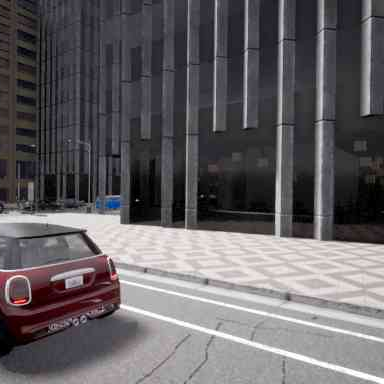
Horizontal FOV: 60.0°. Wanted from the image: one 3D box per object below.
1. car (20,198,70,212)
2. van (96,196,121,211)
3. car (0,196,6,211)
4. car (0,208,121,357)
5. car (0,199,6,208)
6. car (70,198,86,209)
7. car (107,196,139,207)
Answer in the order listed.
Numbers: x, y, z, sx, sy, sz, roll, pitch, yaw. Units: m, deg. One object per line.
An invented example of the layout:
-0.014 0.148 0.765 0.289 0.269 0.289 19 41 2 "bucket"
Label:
-16.054 1.492 36.029 1.812 1.442 4.674 1 1 36 "car"
-9.690 1.339 40.271 1.690 1.788 3.998 1 1 36 "van"
-22.972 1.324 36.432 1.967 1.590 4.097 1 1 36 "car"
-3.474 1.349 6.155 4.553 1.767 2.097 0 0 35 "car"
-21.542 1.278 33.785 2.097 1.767 4.553 1 1 35 "car"
-15.955 1.461 41.608 2.033 1.411 5.357 1 1 36 "car"
-10.208 1.428 49.578 1.812 1.442 4.674 1 1 36 "car"
